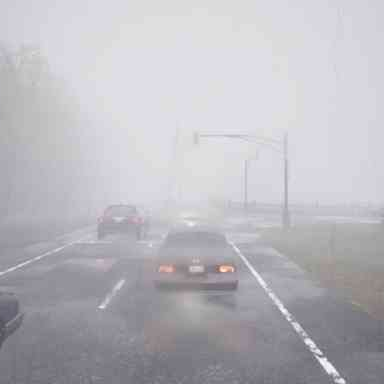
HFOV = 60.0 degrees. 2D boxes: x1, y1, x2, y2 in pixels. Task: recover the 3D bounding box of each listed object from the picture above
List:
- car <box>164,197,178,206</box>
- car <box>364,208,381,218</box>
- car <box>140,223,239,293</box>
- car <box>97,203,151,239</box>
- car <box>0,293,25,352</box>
[{"bbox_3d":[-3.412,1.509,53.472,1.837,1.490,4.892,0,0,0],"label":"car"},{"bbox_3d":[19.480,1.816,31.689,5.357,1.411,2.033,1,-1,0],"label":"car"},{"bbox_3d":[0.099,1.550,8.988,2.033,1.411,5.357,0,0,0],"label":"car"},{"bbox_3d":[-3.404,1.355,17.518,2.097,1.767,4.553,0,0,0],"label":"car"},{"bbox_3d":[-3.405,1.548,2.464,2.033,1.411,5.357,0,0,0],"label":"car"}]
